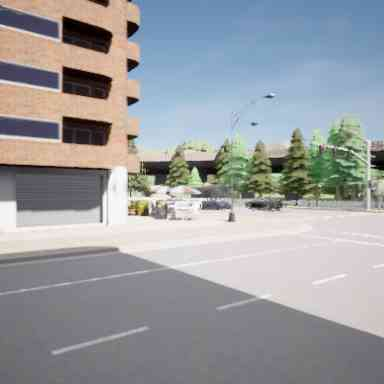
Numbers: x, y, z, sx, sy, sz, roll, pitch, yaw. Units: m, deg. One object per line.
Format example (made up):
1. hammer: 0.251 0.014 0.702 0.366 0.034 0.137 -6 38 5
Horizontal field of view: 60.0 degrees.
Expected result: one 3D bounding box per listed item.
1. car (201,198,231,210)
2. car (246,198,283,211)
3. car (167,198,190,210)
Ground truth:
1. car: 2.936 1.475 40.144 1.994 1.385 4.181 0 0 -37
2. car: 8.416 1.398 39.065 2.128 1.511 4.902 0 0 -35
3. car: -1.909 1.441 40.875 1.812 1.442 4.674 0 0 -38
